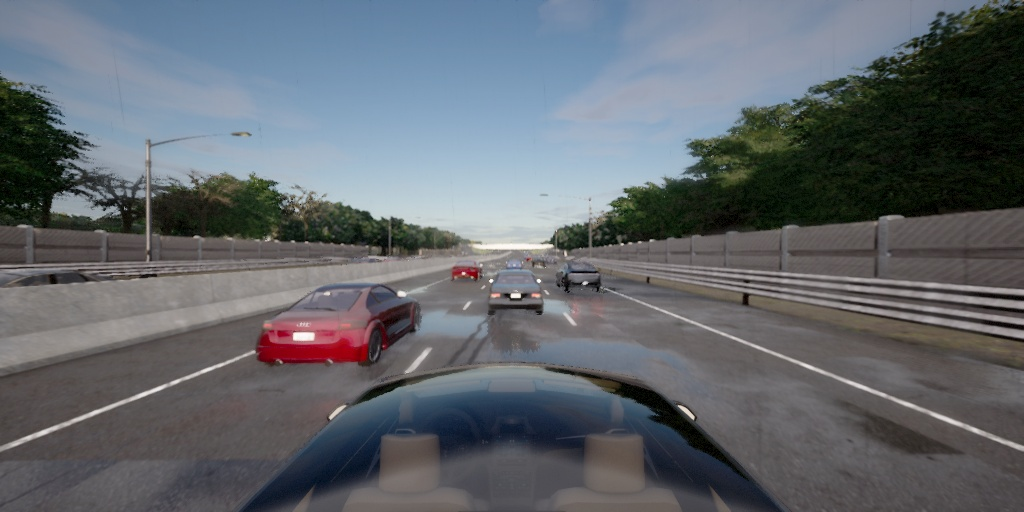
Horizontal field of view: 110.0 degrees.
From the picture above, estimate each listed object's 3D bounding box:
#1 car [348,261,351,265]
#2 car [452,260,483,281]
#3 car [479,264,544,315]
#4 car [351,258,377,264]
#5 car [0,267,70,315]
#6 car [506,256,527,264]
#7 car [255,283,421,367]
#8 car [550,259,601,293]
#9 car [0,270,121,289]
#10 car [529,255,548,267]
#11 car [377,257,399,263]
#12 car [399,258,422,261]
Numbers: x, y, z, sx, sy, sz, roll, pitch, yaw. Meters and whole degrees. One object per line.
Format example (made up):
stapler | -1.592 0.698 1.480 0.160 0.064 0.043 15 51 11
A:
car | -23.521 0.924 55.049 1.994 1.385 4.181 0 0 -2
car | -3.313 1.037 27.159 1.882 1.535 5.008 0 0 0
car | 0.121 1.211 13.163 2.033 1.411 5.357 0 0 0
car | -20.777 0.947 51.466 1.994 1.385 4.181 0 0 1
car | -17.582 1.184 11.060 1.837 1.490 4.892 0 0 0
car | 0.285 1.006 40.769 2.033 1.411 5.357 0 0 0
car | -3.390 1.267 7.853 1.994 1.385 4.181 0 0 0
car | 3.545 1.087 19.673 2.128 1.511 4.902 0 0 0
car | -14.084 1.190 10.224 1.837 1.490 4.892 0 0 0
car | 3.799 0.846 52.403 1.837 1.490 4.892 0 0 1
car | -17.270 0.857 52.055 1.882 1.535 5.008 0 0 1
car | -13.793 0.936 50.692 2.033 1.411 5.357 0 0 1
